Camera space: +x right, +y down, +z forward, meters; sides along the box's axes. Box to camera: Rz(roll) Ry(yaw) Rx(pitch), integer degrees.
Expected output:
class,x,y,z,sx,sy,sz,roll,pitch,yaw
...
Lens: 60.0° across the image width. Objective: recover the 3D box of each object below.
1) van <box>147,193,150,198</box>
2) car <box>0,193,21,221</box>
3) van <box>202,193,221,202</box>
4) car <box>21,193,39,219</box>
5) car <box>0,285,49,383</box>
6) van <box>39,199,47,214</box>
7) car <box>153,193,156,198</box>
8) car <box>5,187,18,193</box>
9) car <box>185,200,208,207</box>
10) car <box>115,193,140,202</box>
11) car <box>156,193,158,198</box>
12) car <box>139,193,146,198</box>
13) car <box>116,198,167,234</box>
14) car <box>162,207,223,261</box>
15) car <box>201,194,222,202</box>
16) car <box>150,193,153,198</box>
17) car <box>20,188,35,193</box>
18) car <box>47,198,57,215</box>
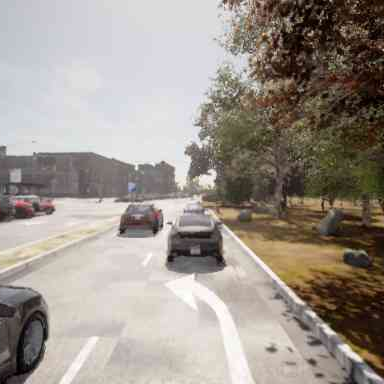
class,x,y,z,sx,sy,sz,roll,pitch,yaw
van,-13.262,1.305,81.644,4.442,1.987,1.878,-1,-1,-14
car,-16.796,1.325,25.802,5.566,2.045,2.435,-1,0,-20
van,4.264,1.237,75.260,4.442,1.987,1.878,1,0,-14
car,-16.725,1.338,28.838,5.566,2.045,2.435,-1,-1,-20
car,-2.900,1.508,2.719,1.837,1.490,4.892,0,0,0
van,-16.609,1.376,31.875,4.442,1.987,1.878,-1,-1,-19
car,-12.663,1.587,87.610,4.674,1.452,2.002,-1,0,-13
car,-34.176,-0.262,63.587,2.435,2.045,5.566,6,-3,-19
car,0.150,1.639,27.483,2.033,1.411,5.357,0,0,1
car,-14.463,1.546,72.659,4.792,1.488,2.163,-1,0,-15
car,-12.292,1.594,90.612,4.674,1.452,2.002,-1,-1,-13
car,-13.819,1.511,75.651,5.366,1.575,1.946,-1,-1,-15
car,-2.891,1.411,19.937,2.097,1.767,4.553,0,0,0
car,0.100,1.535,12.426,1.837,1.490,4.892,0,0,0
car,4.646,1.344,78.229,4.553,1.767,2.185,1,0,-14
car,-13.035,1.541,84.615,4.892,1.521,2.231,-1,-1,-14
car,-31.181,0.300,63.525,2.002,1.452,4.674,6,-3,-19
car,-16.635,1.490,34.852,4.553,1.767,2.185,-1,0,-19
